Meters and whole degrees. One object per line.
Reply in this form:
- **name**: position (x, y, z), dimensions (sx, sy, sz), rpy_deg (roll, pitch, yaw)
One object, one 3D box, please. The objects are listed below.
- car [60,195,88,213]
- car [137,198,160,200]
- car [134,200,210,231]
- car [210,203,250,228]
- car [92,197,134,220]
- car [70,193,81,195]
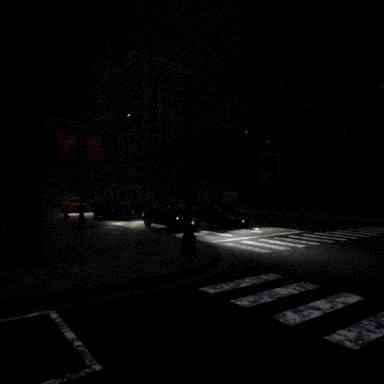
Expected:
- **car**: position (-13.115, 1.424, 37.012), dimensions (1.882, 1.535, 5.008), rpy_deg (0, 0, -35)
- **car**: position (-3.543, 1.313, 29.262), dimensions (2.097, 1.767, 4.553), rpy_deg (0, 0, -36)
- **car**: position (-1.401, 1.469, 20.723), dimensions (2.128, 1.511, 4.902), rpy_deg (0, 0, -36)
- **car**: position (1.696, 1.500, 22.013), dimensions (1.812, 1.442, 4.674), rpy_deg (0, 0, -37)
- **car**: position (-6.816, 1.441, 28.248), dimensions (1.882, 1.535, 5.008), rpy_deg (0, 0, -36)
- **car**: position (-18.661, 1.251, 50.432), dimensions (1.812, 1.442, 4.674), rpy_deg (0, 0, -36)
